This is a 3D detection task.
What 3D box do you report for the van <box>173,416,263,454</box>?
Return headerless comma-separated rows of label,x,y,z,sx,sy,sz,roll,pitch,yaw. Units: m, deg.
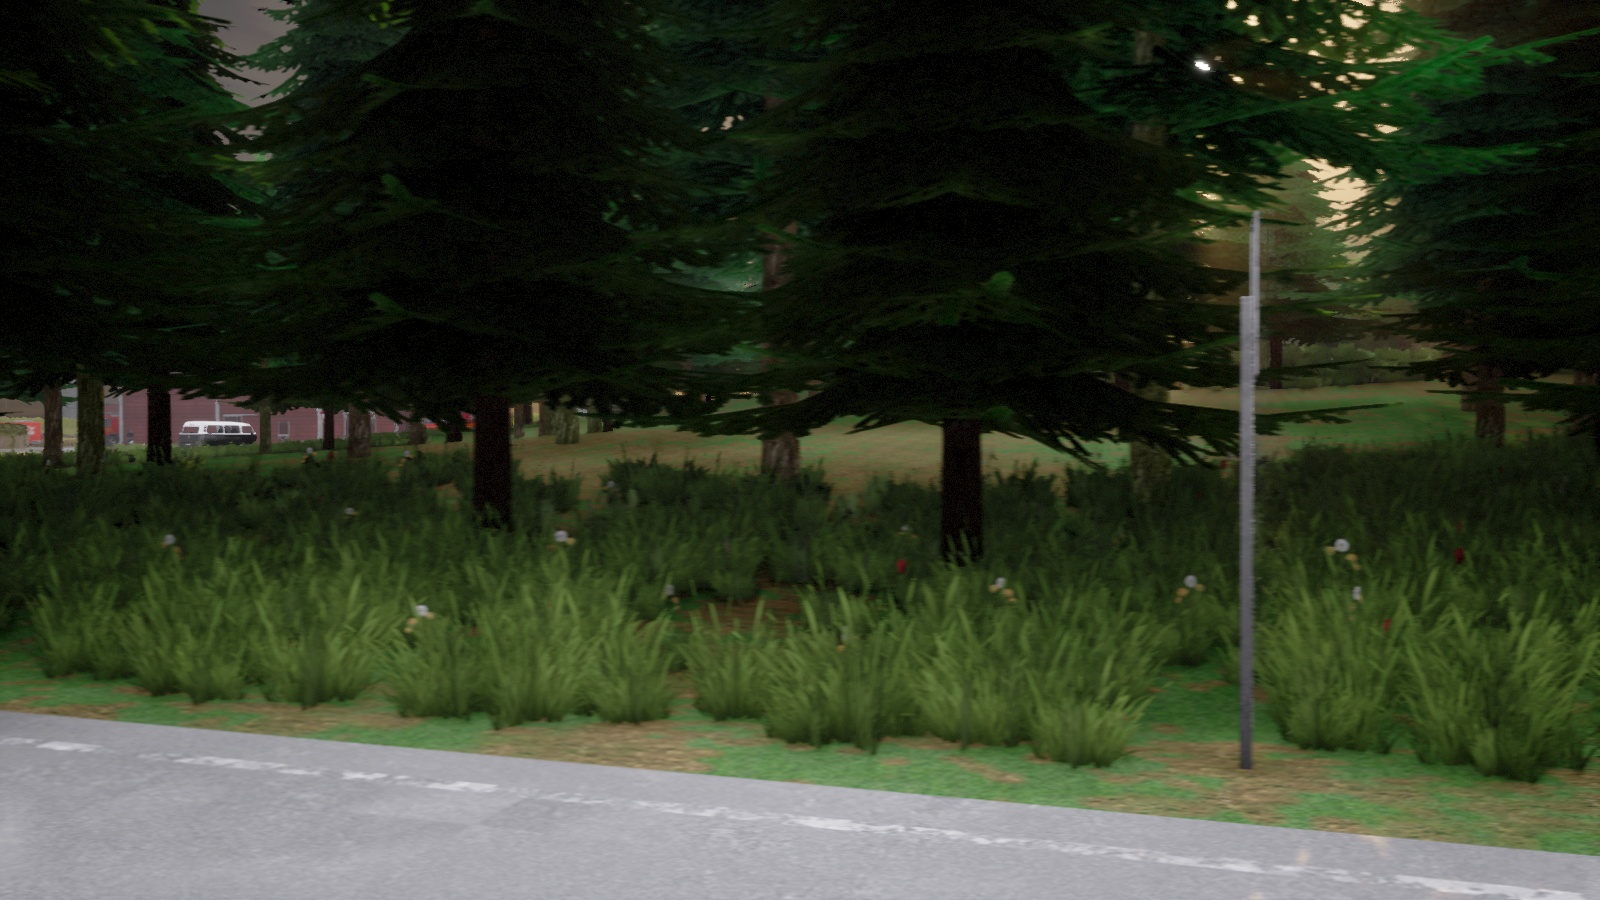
van,-32.548,-0.840,70.352,2.069,2.038,4.480,1,1,19
